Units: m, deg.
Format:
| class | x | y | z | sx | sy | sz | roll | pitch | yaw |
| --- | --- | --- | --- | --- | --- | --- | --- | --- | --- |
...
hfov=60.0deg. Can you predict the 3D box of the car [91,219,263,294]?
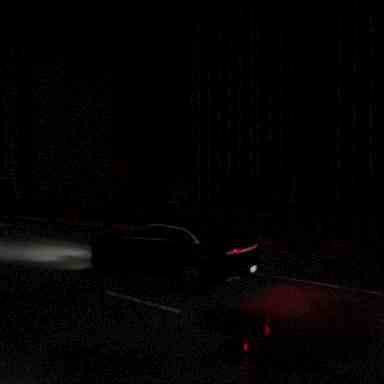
| class | x | y | z | sx | sy | sz | roll | pitch | yaw |
| --- | --- | --- | --- | --- | --- | --- | --- | --- | --- |
| car | -0.609 | 1.463 | 8.724 | 4.902 | 1.511 | 2.128 | 0 | 0 | 35 |
